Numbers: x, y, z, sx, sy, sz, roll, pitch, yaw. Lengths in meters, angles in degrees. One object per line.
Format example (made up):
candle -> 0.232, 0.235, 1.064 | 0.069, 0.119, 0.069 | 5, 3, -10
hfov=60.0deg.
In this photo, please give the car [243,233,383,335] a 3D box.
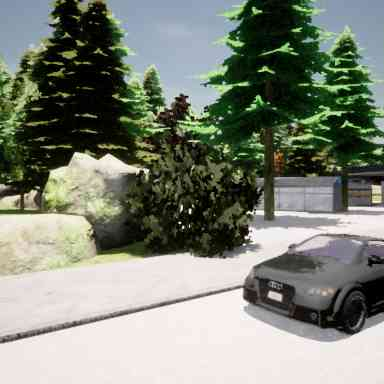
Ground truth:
car -> 3.022, 1.564, 6.759 | 4.181, 1.385, 1.994 | 0, 0, -35
